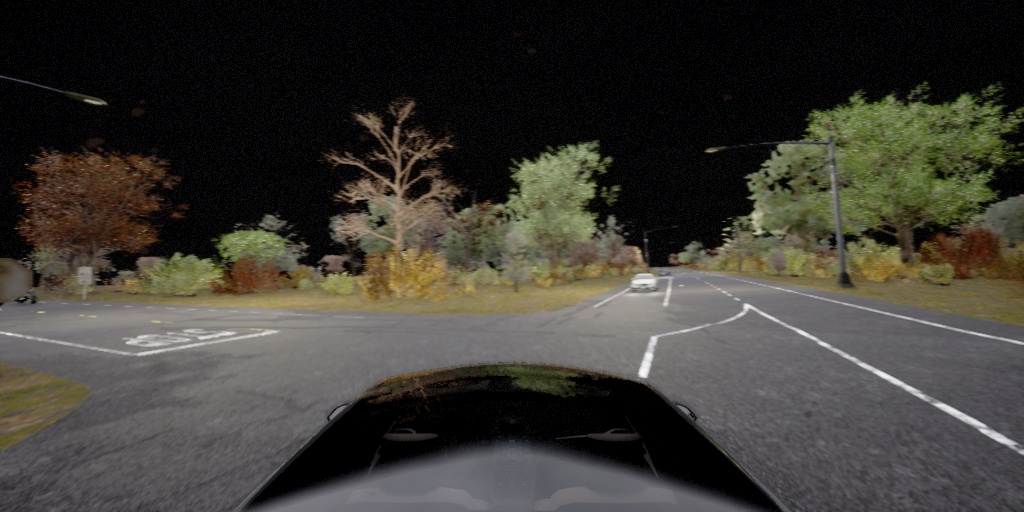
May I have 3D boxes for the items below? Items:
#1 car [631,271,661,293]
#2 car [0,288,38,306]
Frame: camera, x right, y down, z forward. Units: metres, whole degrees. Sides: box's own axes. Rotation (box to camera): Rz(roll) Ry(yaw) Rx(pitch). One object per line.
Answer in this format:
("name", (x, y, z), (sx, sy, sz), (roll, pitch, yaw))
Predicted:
("car", (10.931, 2.174, 29.538), (1.812, 1.442, 4.674), (-4, -3, 24))
("car", (-39.860, 3.121, 28.536), (4.892, 1.490, 1.837), (-2, -2, 24))
